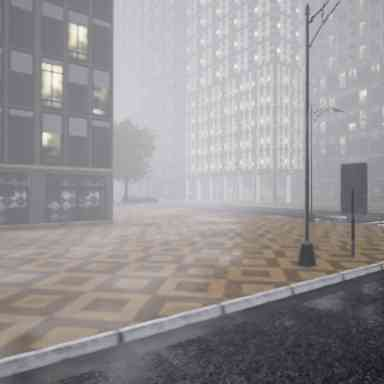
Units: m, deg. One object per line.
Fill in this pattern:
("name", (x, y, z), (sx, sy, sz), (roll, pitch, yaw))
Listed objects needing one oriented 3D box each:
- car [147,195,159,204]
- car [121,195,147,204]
("car", (-7.156, 1.181, 53.469), (1.895, 1.301, 4.718), (0, 0, -36))
("car", (-9.173, 1.144, 50.721), (1.994, 1.385, 4.181), (0, 0, -36))
